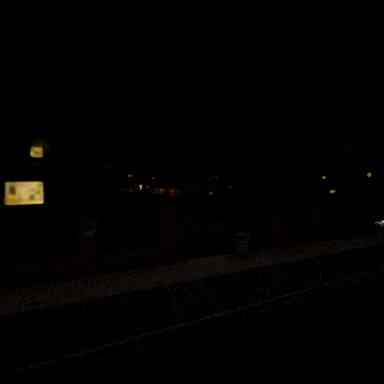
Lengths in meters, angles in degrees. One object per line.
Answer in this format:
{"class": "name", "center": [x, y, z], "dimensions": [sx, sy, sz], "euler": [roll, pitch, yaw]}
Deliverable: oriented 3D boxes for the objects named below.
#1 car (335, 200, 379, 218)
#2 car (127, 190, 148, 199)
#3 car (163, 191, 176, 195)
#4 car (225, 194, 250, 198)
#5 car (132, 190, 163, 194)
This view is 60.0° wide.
{"class": "car", "center": [11.357, 1.306, 24.485], "dimensions": [1.994, 1.385, 4.181], "euler": [-2, 2, -36]}
{"class": "car", "center": [-9.937, 0.365, 60.343], "dimensions": [1.837, 1.490, 4.892], "euler": [-2, 2, -35]}
{"class": "car", "center": [-4.266, 0.535, 52.217], "dimensions": [2.128, 1.511, 4.902], "euler": [-2, 2, -35]}
{"class": "car", "center": [4.862, 1.014, 33.875], "dimensions": [1.837, 1.490, 4.892], "euler": [-2, 3, -35]}
{"class": "car", "center": [-6.807, 0.457, 50.897], "dimensions": [2.097, 1.767, 4.553], "euler": [-2, 2, -34]}
